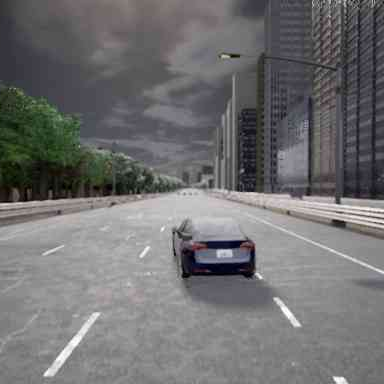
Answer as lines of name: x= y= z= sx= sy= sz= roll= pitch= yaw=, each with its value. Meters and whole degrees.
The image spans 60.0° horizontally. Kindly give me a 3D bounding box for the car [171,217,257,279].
car: x=0.487 y=1.467 z=10.064 sx=2.163 sy=1.488 sz=4.792 roll=0 pitch=0 yaw=-7
